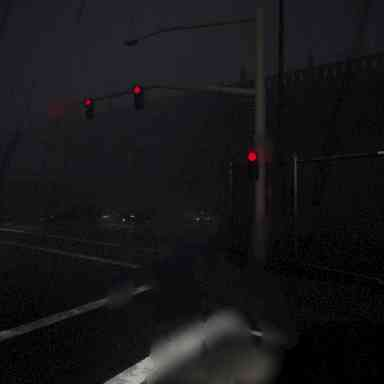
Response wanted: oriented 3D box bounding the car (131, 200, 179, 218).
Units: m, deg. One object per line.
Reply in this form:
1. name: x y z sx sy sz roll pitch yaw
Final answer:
1. car: -3.421 1.581 31.659 1.812 1.442 4.674 0 0 36

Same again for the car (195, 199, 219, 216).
1. car: 2.527 1.603 33.997 2.033 1.411 5.357 0 0 35

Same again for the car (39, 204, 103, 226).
1. car: -8.708 1.581 24.258 1.812 1.442 4.674 0 0 37

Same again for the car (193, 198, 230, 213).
1. car: 2.357 1.547 39.798 2.128 1.511 4.902 0 0 35

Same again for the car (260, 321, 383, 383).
1. car: 3.041 1.547 1.799 5.357 1.411 2.033 0 0 36

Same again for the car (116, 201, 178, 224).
1. car: -3.306 1.603 25.785 2.033 1.411 5.357 0 0 35
